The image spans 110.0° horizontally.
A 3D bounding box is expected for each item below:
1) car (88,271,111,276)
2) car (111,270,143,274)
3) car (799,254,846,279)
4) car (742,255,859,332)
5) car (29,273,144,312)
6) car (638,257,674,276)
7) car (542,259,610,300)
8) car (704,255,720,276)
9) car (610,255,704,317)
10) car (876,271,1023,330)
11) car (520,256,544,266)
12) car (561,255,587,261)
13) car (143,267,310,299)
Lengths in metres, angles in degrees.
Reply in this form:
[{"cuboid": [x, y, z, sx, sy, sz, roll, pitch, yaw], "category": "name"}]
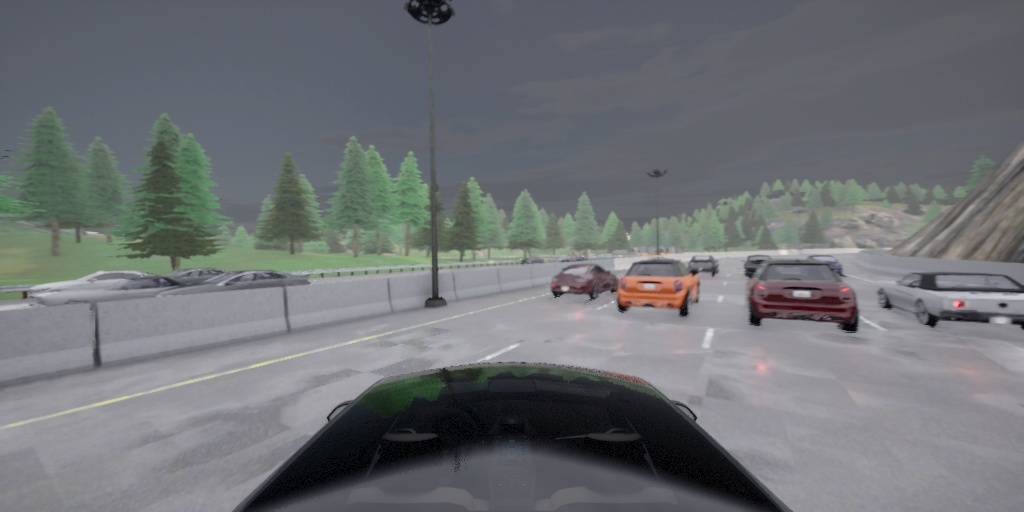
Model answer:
[{"cuboid": [-20.416, 1.462, 18.043, 1.812, 1.442, 4.674, -1, 1, 32], "category": "car"}, {"cuboid": [-16.243, 1.351, 18.143, 2.128, 1.511, 4.902, -1, 1, 32], "category": "car"}, {"cuboid": [21.175, 0.641, 24.647, 1.812, 1.442, 4.674, -1, 1, 33], "category": "car"}, {"cuboid": [7.917, 0.866, 10.213, 2.097, 1.767, 4.553, -1, 1, 32], "category": "car"}, {"cuboid": [-14.761, 1.481, 13.907, 1.895, 1.301, 4.718, -1, 1, 32], "category": "car"}, {"cuboid": [12.076, 0.785, 29.885, 1.994, 1.385, 4.181, -1, 1, 33], "category": "car"}, {"cuboid": [3.300, 1.058, 16.034, 1.812, 1.442, 4.674, -1, 1, 32], "category": "car"}, {"cuboid": [14.661, 0.693, 27.454, 2.128, 1.511, 4.902, -1, 1, 33], "category": "car"}, {"cuboid": [5.222, 0.888, 12.505, 2.097, 1.767, 4.553, -1, 1, 32], "category": "car"}, {"cuboid": [11.640, 1.055, 9.564, 1.895, 1.301, 4.718, -1, 1, 32], "category": "car"}, {"cuboid": [3.031, 0.685, 53.707, 1.994, 1.385, 4.181, -1, 1, 37], "category": "car"}, {"cuboid": [8.598, 0.621, 49.464, 2.033, 1.411, 5.357, -1, 1, 37], "category": "car"}, {"cuboid": [-10.560, 1.295, 14.028, 2.128, 1.511, 4.902, -1, 1, 32], "category": "car"}]
